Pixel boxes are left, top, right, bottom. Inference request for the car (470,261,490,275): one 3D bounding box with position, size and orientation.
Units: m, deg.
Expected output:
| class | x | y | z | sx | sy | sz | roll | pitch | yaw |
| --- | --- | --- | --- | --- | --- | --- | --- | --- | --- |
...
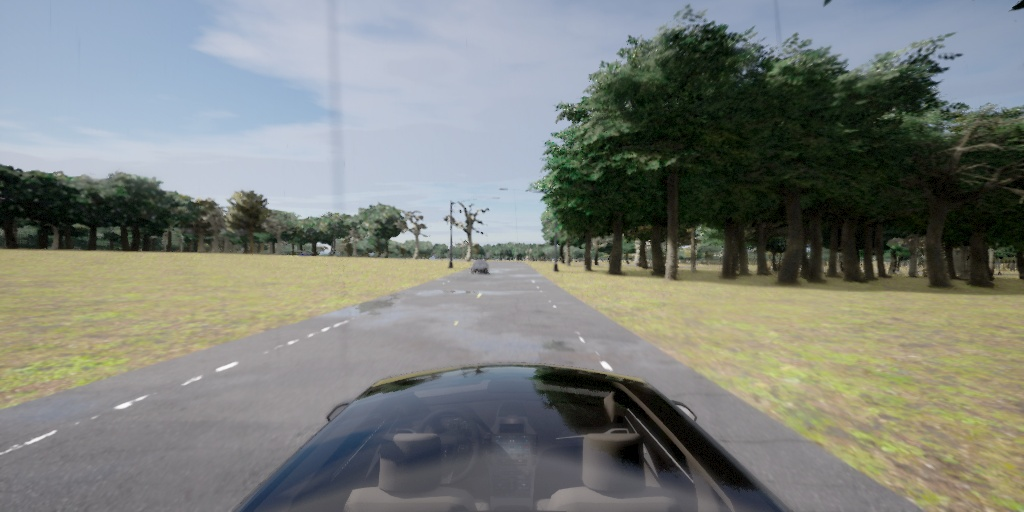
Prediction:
| class | x | y | z | sx | sy | sz | roll | pitch | yaw |
| --- | --- | --- | --- | --- | --- | --- | --- | --- | --- |
| car | -3.586 | 1.306 | 40.745 | 1.837 | 1.490 | 4.892 | 0 | 1 | 0 |
